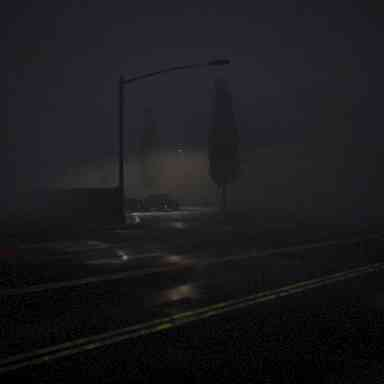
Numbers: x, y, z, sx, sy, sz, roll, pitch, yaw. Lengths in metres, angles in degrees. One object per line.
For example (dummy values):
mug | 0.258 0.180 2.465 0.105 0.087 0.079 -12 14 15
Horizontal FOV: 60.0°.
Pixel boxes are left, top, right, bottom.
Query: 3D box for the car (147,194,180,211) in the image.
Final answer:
car | -3.678 1.216 40.334 2.150 2.045 5.566 0 0 -36

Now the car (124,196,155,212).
car | -6.580 1.500 38.362 1.837 1.490 4.892 0 0 -36
